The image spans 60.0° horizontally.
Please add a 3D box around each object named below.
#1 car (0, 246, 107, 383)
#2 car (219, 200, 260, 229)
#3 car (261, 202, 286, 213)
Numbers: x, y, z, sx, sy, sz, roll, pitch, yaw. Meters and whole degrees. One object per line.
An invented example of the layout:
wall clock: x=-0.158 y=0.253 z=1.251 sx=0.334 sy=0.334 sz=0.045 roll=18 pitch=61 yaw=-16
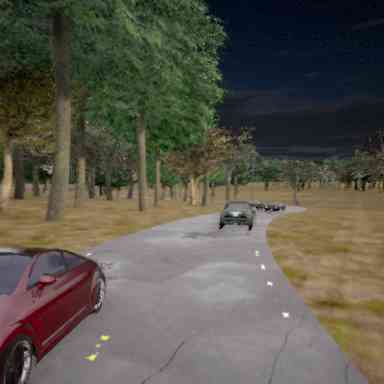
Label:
car: x=-2.771 y=1.549 z=4.892 sx=1.994 sy=1.385 sz=4.181 roll=0 pitch=0 yaw=4
car: x=3.162 y=1.416 z=22.258 sx=2.097 sy=1.767 sz=4.553 roll=1 pitch=0 yaw=14
car: x=10.529 y=1.906 z=41.838 sx=1.895 sy=1.301 sz=4.718 roll=1 pitch=0 yaw=27
